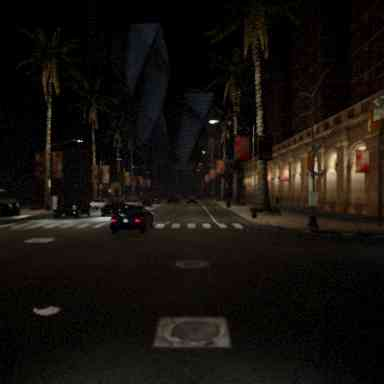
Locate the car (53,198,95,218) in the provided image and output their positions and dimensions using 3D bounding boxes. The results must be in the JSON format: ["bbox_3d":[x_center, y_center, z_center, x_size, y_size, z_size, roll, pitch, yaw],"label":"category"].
[{"bbox_3d":[-10.575,1.314,29.661,2.097,1.767,4.553,0,0,0],"label":"car"}]

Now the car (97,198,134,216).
[{"bbox_3d":[-7.068,1.524,31.034,1.994,1.385,4.181,0,0,0],"label":"car"}]

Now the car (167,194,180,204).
[{"bbox_3d":[-3.490,1.273,61.690,2.097,1.767,4.553,0,0,-1],"label":"car"}]

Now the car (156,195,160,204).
[{"bbox_3d":[-6.974,1.275,59.650,2.097,1.767,4.553,0,0,0],"label":"car"}]

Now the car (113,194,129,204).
[{"bbox_3d":[-13.614,1.272,64.018,2.185,1.767,4.553,0,0,-1],"label":"car"}]

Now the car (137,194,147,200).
[{"bbox_3d":[-13.917,1.361,93.391,2.231,1.521,4.892,0,0,-1],"label":"car"}]

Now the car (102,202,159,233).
[{"bbox_3d":[-3.397,1.522,19.540,2.033,1.411,5.357,0,0,0],"label":"car"}]

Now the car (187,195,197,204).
[{"bbox_3d":[0.009,1.521,61.593,1.895,1.301,4.718,0,0,-1],"label":"car"}]

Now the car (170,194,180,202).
[{"bbox_3d":[-3.598,1.263,71.762,2.097,1.767,4.553,0,0,-1],"label":"car"}]

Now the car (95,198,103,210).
[{"bbox_3d":[-10.511,1.476,38.432,1.812,1.442,4.674,0,0,0],"label":"car"}]

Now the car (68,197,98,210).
[{"bbox_3d":[-13.687,1.459,42.086,2.161,1.482,4.786,0,0,-1],"label":"car"}]

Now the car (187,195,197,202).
[{"bbox_3d":[-0.097,1.447,71.772,2.033,1.411,5.357,0,0,-1],"label":"car"}]

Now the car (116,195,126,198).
[{"bbox_3d":[-10.495,1.539,48.367,1.895,1.301,4.718,0,0,0],"label":"car"}]

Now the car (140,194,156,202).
[{"bbox_3d":[-6.994,1.484,49.520,2.033,1.411,5.357,0,0,0],"label":"car"}]

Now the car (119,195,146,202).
[{"bbox_3d":[-7.008,1.475,39.627,1.812,1.442,4.674,0,0,0],"label":"car"}]
